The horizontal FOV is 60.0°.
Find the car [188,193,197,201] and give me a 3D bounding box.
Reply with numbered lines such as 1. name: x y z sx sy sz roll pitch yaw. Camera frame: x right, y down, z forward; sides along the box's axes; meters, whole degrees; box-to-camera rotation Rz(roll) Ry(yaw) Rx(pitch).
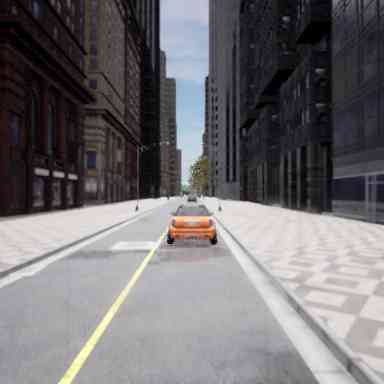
1. car: 0.034 1.229 83.452 2.150 2.045 5.566 0 0 0

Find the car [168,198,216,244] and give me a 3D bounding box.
1. car: 0.007 1.366 16.133 2.097 1.767 4.553 0 0 0

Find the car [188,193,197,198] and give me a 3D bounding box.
1. car: 0.029 1.444 73.383 2.097 1.767 4.553 0 0 0
